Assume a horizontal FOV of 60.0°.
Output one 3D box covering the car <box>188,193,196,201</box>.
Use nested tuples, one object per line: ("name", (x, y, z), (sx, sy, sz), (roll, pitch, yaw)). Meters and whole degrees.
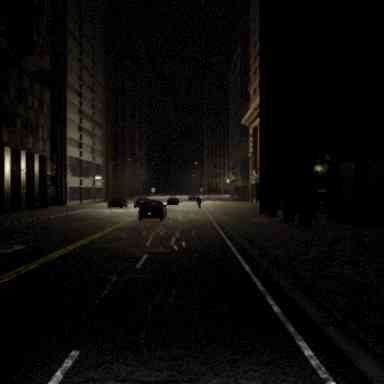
("car", (0.000, 1.326, 76.616), (2.033, 1.411, 5.357), (0, 0, 0))

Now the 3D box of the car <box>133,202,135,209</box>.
("car", (-6.580, 1.477, 44.300), (1.812, 1.442, 4.674), (0, 0, 0))

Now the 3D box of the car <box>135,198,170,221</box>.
("car", (-3.150, 1.461, 27.303), (1.882, 1.535, 5.008), (0, 0, 0))

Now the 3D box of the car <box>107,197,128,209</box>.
("car", (-9.830, 1.430, 44.020), (1.882, 1.535, 5.008), (0, 0, 0))

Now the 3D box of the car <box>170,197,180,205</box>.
("car", (-3.149, 1.467, 55.745), (1.994, 1.385, 4.181), (0, 0, 0))

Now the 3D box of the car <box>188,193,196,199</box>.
("car", (0.001, 1.124, 87.558), (2.128, 1.511, 4.902), (0, 0, 0))

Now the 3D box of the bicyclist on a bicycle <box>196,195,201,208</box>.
("bicyclist on a bicycle", (0.895, 1.309, 47.802), (0.659, 1.776, 1.843), (0, 1, 0))

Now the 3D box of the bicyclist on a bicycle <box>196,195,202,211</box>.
("bicyclist on a bicycle", (0.894, 1.419, 38.666), (0.582, 1.620, 1.656), (0, 0, 0))
